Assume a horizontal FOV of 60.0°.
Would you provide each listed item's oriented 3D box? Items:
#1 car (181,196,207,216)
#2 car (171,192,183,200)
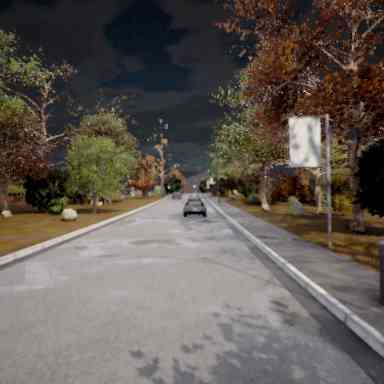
[{"bbox_3d":[0.248,1.356,29.308,1.994,1.385,4.181,0,1,0],"label":"car"},{"bbox_3d":[-2.924,0.729,65.076,1.837,1.490,4.892,0,1,1],"label":"car"}]
